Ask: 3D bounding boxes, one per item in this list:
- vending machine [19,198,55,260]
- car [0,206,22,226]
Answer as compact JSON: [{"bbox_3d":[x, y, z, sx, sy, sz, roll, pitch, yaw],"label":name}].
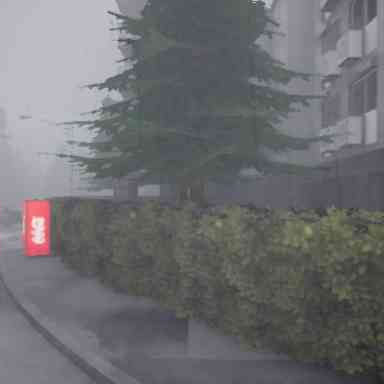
[{"bbox_3d":[-5.566,1.264,11.931,1.100,2.100,0.880,1,-1,-29],"label":"vending machine"},{"bbox_3d":[-13.706,1.683,24.197,1.994,1.385,4.181,0,-1,-11],"label":"car"}]
